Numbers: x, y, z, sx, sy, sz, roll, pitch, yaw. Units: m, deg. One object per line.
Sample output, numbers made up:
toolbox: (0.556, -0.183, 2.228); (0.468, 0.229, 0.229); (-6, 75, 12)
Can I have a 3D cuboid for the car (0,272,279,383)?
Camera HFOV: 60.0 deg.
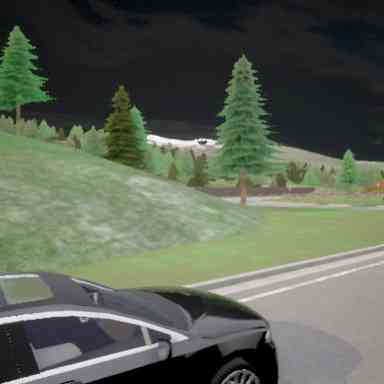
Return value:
car: (-1.335, 1.488, 2.793); (4.902, 1.511, 2.128); (-1, 0, -35)
